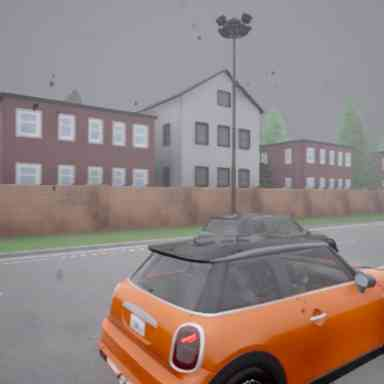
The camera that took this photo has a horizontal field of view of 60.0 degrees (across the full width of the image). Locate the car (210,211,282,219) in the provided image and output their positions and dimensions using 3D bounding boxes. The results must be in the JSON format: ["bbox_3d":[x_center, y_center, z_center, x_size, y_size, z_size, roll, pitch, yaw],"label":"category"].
[{"bbox_3d":[2.196,1.387,9.600,4.553,1.767,2.097,0,0,-35],"label":"car"}]

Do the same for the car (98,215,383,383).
[{"bbox_3d":[1.183,1.368,4.587,4.553,1.767,2.097,0,0,-35],"label":"car"}]
